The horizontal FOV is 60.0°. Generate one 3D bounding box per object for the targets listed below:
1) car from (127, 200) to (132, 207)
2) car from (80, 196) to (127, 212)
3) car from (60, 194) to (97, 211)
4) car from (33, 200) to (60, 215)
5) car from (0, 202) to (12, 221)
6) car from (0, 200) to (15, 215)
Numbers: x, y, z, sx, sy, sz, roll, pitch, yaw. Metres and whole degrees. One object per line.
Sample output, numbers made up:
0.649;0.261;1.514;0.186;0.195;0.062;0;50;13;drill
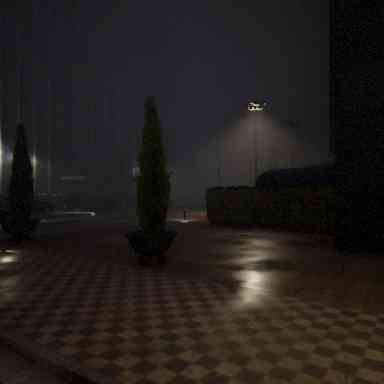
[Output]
-8.062;1.491;49.628;2.128;1.511;4.902;0;0;35;car
-10.511;1.505;40.004;1.837;1.490;4.892;0;0;35;car
-14.055;1.221;41.047;2.150;2.045;5.566;0;0;35;car
-15.842;1.505;32.344;1.837;1.490;4.892;0;0;35;car
-14.251;1.491;22.023;2.128;1.511;4.902;0;0;35;car
-19.976;1.564;32.532;1.994;1.385;4.181;0;0;35;car
